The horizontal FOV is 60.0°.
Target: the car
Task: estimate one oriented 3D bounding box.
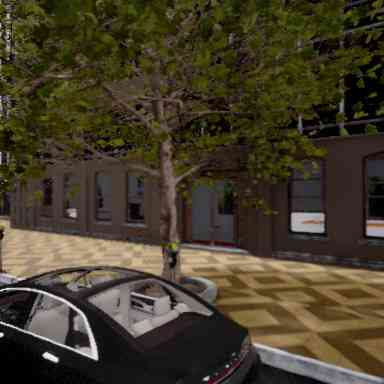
[{"bbox_3d":[-1.406,1.567,3.871,4.403,1.369,2.008,0,0,35],"label":"car"}]
